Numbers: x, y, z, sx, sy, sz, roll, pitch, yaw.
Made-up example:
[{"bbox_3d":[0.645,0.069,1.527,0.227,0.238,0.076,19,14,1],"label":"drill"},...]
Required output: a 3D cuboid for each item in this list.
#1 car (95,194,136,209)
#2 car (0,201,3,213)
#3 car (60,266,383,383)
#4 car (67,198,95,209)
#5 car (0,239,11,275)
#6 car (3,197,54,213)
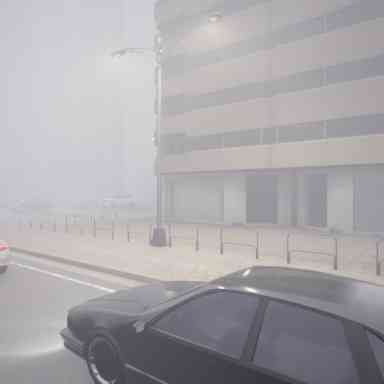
[{"bbox_3d":[-10.437,1.275,47.137,2.150,2.045,5.566,0,0,38],"label":"car"},{"bbox_3d":[-22.787,1.547,36.703,2.128,1.511,4.902,0,0,38],"label":"car"},{"bbox_3d":[0.852,1.547,3.404,5.357,1.411,2.033,0,0,38],"label":"car"},{"bbox_3d":[-14.913,1.603,47.042,2.033,1.411,5.357,0,0,37],"label":"car"},{"bbox_3d":[-6.747,1.526,9.250,4.674,1.442,1.812,0,0,39],"label":"car"},{"bbox_3d":[-18.002,1.407,37.177,2.097,1.767,4.553,0,0,37],"label":"car"}]
